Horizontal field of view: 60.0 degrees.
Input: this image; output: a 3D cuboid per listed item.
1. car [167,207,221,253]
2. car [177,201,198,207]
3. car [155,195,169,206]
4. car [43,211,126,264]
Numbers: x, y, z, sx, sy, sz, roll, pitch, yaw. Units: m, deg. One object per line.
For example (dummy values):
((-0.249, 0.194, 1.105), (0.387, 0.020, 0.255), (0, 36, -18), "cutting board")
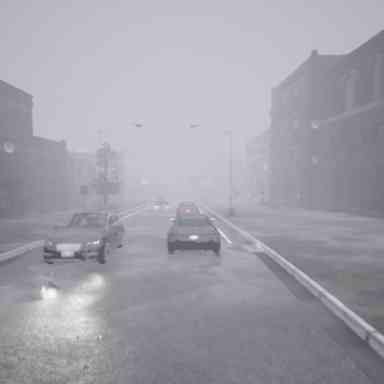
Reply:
((0.031, 1.537, 13.521), (1.994, 1.385, 4.181), (0, 0, -1), "car")
((-0.389, 1.506, 29.266), (1.994, 1.385, 4.181), (0, 0, -2), "car")
((-4.727, 1.237, 52.628), (2.097, 1.767, 4.553), (0, 0, -1), "car")
((-3.559, 1.464, 11.742), (2.128, 1.511, 4.902), (0, 0, -2), "car")
